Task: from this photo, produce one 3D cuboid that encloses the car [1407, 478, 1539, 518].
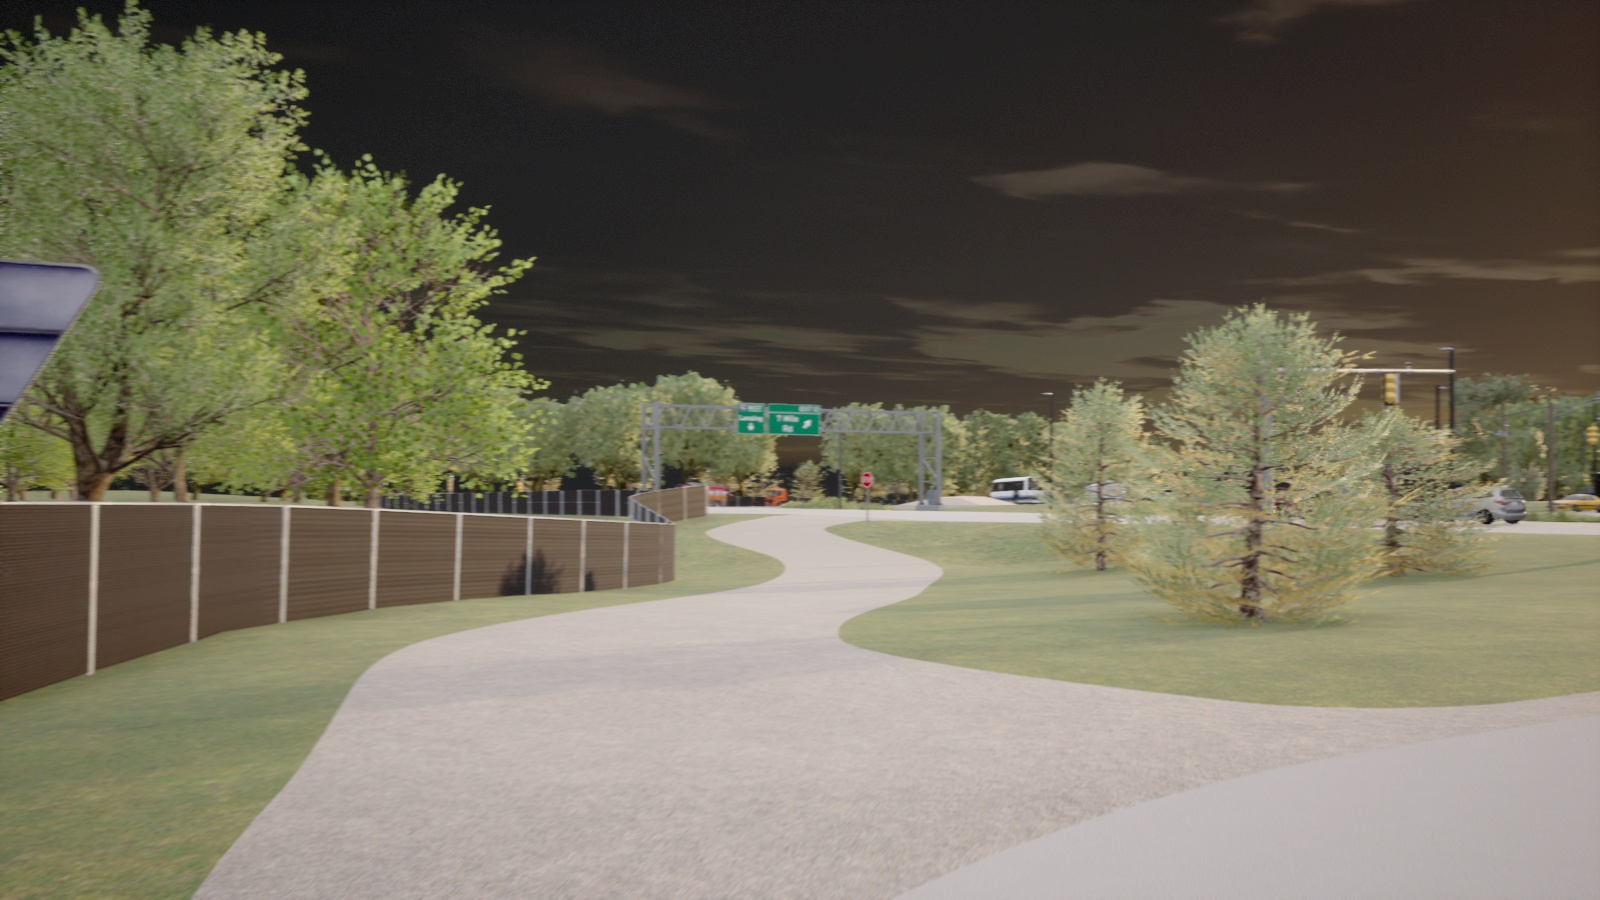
[{"bbox_3d":[29.664,2.136,55.487,2.242,1.667,4.611,0,-2,-28],"label":"car"}]
